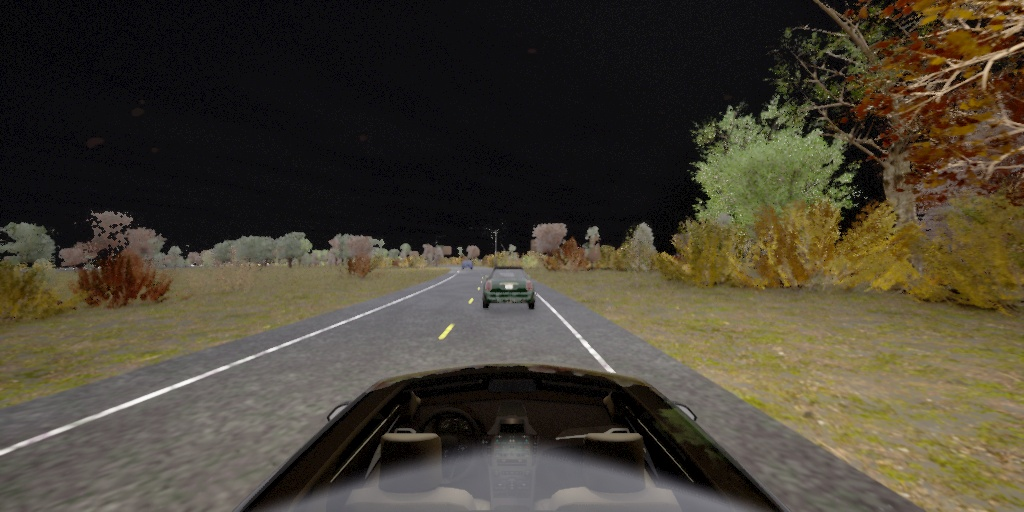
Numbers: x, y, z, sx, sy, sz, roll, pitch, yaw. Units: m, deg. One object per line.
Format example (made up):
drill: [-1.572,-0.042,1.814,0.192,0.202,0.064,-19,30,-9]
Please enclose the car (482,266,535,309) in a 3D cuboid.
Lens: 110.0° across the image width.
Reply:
car: [-0.174,1.246,15.976,2.097,1.767,4.553,0,-1,-2]
